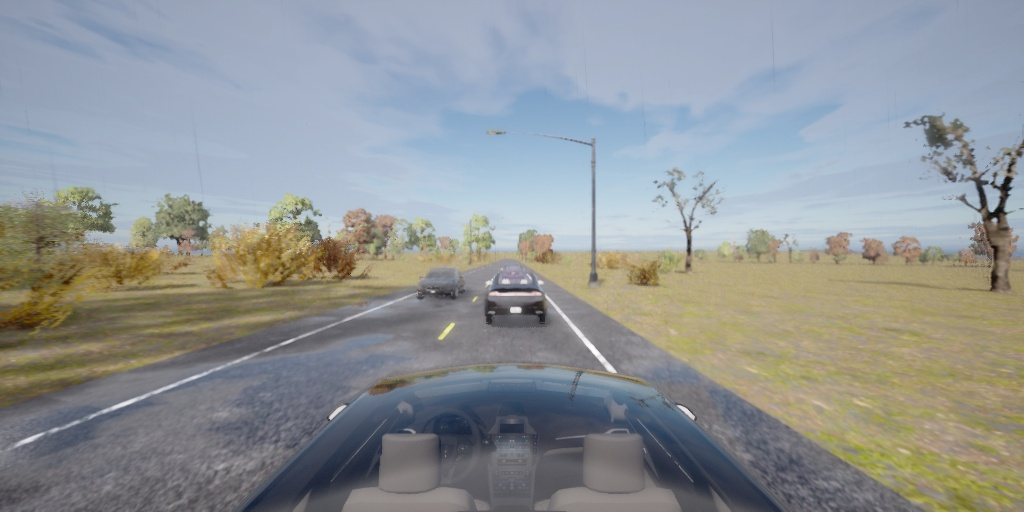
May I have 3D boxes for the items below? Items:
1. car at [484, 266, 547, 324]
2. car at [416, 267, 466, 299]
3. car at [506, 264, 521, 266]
[{"bbox_3d":[0.100,1.270,12.173,2.128,1.511,4.902,0,0,0],"label":"car"},{"bbox_3d":[-3.500,1.351,18.340,1.837,1.490,4.892,0,0,0],"label":"car"},{"bbox_3d":[0.101,1.376,29.918,2.033,1.411,5.357,0,0,0],"label":"car"}]
